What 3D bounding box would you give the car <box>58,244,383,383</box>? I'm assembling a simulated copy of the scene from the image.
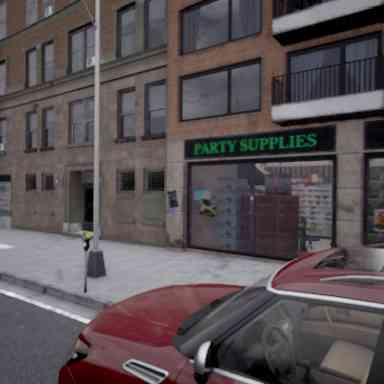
[{"bbox_3d":[1.269,1.315,2.161,5.009,1.841,2.192,0,1,35],"label":"car"}]
